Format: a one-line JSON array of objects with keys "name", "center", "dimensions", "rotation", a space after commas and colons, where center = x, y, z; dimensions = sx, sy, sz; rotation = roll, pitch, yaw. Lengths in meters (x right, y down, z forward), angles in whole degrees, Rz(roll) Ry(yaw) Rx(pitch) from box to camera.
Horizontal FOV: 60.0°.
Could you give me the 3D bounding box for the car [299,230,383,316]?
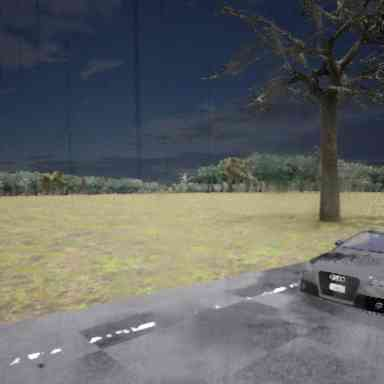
[{"name": "car", "center": [4.250, 1.559, 7.255], "dimensions": [4.181, 1.385, 1.994], "rotation": [0, 0, -37]}]
